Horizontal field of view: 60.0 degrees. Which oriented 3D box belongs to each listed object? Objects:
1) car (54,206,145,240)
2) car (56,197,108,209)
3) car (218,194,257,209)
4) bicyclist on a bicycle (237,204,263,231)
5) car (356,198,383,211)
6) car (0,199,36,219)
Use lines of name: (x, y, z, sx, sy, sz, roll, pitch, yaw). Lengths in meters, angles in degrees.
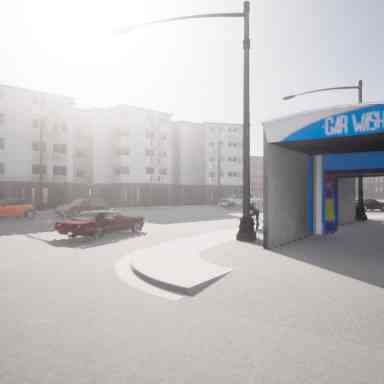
car: (-4.492, 1.602, 17.144, 1.895, 1.301, 4.718, 0, 0, 29)
car: (-9.412, 1.354, 28.512, 2.097, 1.767, 4.553, 0, 0, 40)
car: (6.311, 1.225, 45.501, 5.566, 2.045, 2.150, 0, 0, -25)
bicyclist on a bicycle: (3.195, 1.302, 18.293, 1.656, 1.620, 0.582, 0, 0, 38)
car: (20.988, 1.505, 39.643, 4.892, 1.490, 1.837, 0, 0, -18)
car: (-15.058, 1.354, 26.622, 2.097, 1.767, 4.553, 0, 0, 34)
